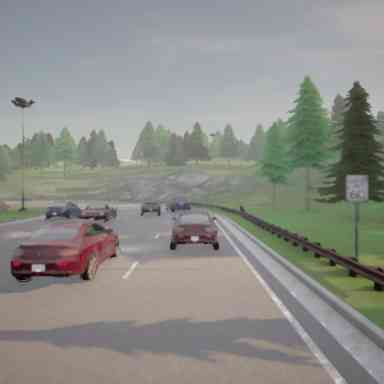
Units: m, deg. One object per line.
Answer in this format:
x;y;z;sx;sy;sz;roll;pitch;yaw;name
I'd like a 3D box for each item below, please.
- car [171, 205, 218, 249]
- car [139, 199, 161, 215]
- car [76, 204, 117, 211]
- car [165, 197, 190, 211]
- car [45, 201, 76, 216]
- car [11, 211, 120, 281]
0.103;1.501;14.234;1.812;1.442;4.674;0;0;0;car
-4.199;1.434;33.137;2.128;1.511;4.902;0;0;-10;car
-6.975;1.557;25.351;1.895;1.301;4.718;0;0;-3;car
-1.671;1.287;37.481;2.097;1.767;4.553;0;0;-15;car
-10.659;1.479;27.596;1.812;1.442;4.674;0;0;-5;car
-3.398;1.509;9.658;1.812;1.442;4.674;0;0;0;car
